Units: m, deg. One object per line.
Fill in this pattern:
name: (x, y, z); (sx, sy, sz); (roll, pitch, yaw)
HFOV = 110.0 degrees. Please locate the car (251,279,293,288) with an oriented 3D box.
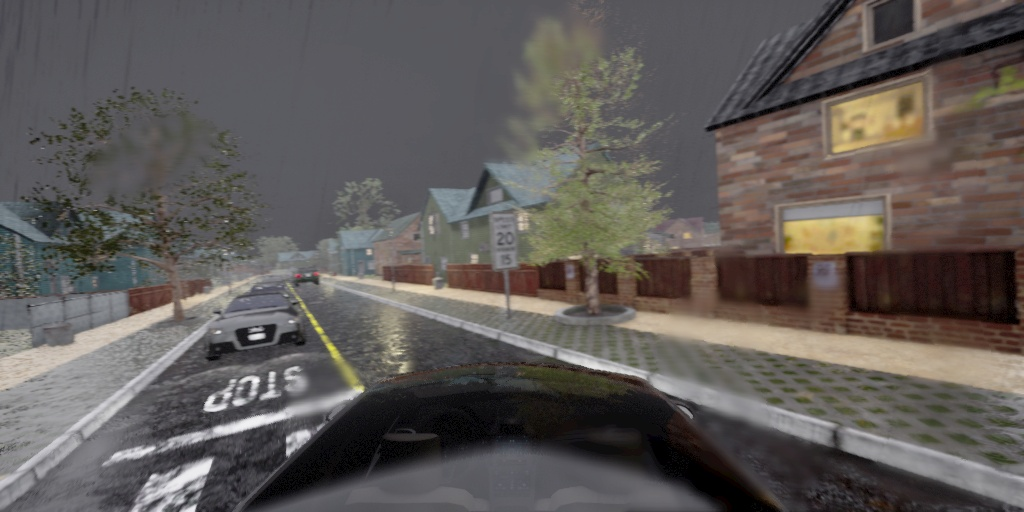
car: (-12.533, 2.080, 18.464); (1.895, 1.301, 4.718); (-5, 1, -33)

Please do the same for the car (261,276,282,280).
car: (-19.549, 2.366, 29.233); (1.837, 1.490, 4.892); (-5, 1, -33)

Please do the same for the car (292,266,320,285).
car: (-21.898, 2.139, 38.141); (2.150, 2.045, 5.566); (-5, 1, -33)

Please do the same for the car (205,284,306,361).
car: (-6.979, 1.742, 9.956); (1.994, 1.385, 4.181); (-5, 1, -33)
